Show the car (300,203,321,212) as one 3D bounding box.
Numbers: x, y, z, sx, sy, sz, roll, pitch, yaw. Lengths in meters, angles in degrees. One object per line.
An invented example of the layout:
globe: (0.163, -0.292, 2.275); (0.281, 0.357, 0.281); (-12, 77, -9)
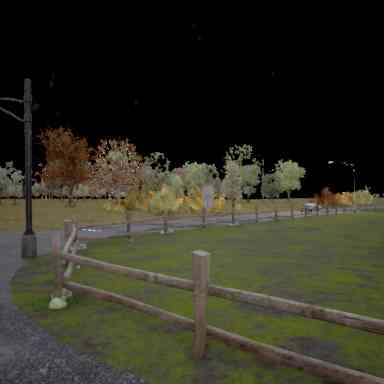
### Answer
car: (18.940, 2.449, 52.927); (2.033, 1.411, 5.357); (-1, -2, 40)
